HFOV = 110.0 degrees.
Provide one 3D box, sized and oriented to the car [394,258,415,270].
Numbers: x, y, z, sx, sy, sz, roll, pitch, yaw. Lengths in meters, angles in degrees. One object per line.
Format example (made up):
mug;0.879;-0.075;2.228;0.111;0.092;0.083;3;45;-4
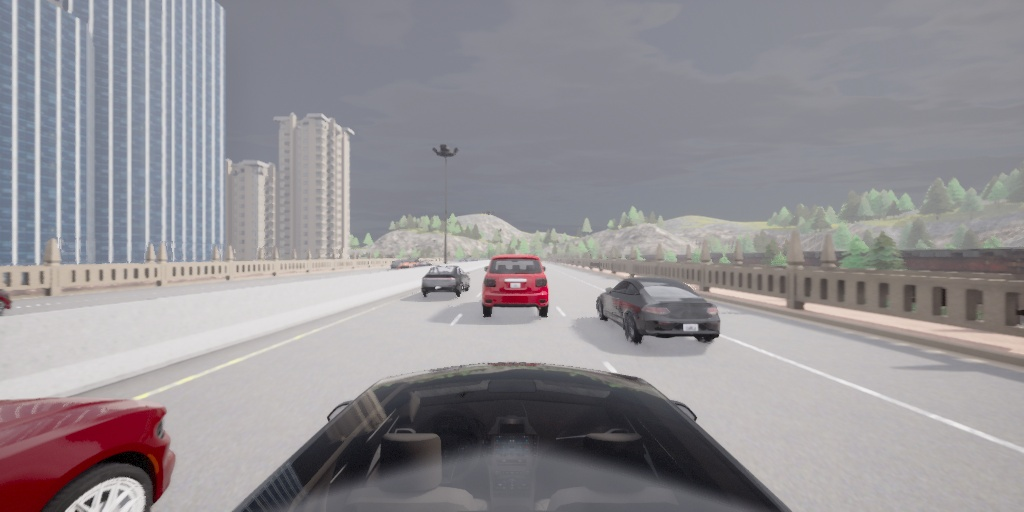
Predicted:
car;-13.244;1.104;46.905;2.097;1.767;4.553;0;0;2

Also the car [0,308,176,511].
car;-3.400;1.228;0.534;1.882;1.535;5.008;0;0;0

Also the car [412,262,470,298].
car;-3.314;1.242;18.609;2.128;1.511;4.902;0;0;1

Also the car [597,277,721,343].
car;3.607;1.276;9.522;1.812;1.442;4.674;0;0;0

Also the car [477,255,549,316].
car;0.124;0.972;13.404;2.150;2.045;5.566;0;0;0

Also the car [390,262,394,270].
car;-16.540;1.257;53.417;1.837;1.490;4.892;0;0;2

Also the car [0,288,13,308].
car;-17.576;1.315;10.087;1.994;1.385;4.181;0;0;0

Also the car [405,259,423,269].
car;-9.963;1.316;39.808;1.994;1.385;4.181;0;0;2
